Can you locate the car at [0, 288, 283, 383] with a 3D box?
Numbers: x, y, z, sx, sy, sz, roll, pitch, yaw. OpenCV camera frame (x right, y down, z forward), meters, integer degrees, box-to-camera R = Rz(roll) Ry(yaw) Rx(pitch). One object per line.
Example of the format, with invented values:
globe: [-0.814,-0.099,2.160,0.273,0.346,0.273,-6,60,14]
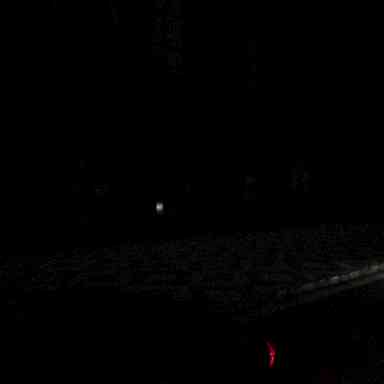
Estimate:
car: [-1.228,1.564,2.463,4.181,1.385,1.994,0,0,-35]
